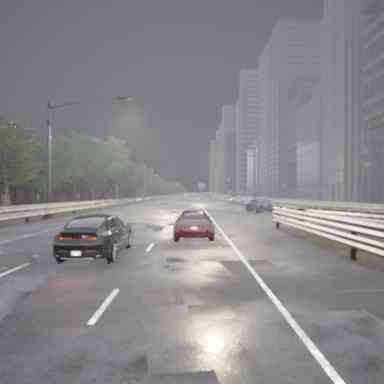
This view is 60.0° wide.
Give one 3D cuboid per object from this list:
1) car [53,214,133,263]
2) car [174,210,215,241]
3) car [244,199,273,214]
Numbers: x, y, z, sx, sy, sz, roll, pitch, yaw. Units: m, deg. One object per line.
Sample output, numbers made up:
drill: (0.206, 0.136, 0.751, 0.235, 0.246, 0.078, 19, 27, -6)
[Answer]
car: (-3.397, 1.561, 12.154, 1.837, 1.490, 4.892, 0, 0, 0)
car: (0.101, 1.644, 17.257, 1.994, 1.385, 4.181, 0, 0, 0)
car: (7.730, 1.560, 38.918, 2.097, 1.767, 4.553, 0, 0, -11)
